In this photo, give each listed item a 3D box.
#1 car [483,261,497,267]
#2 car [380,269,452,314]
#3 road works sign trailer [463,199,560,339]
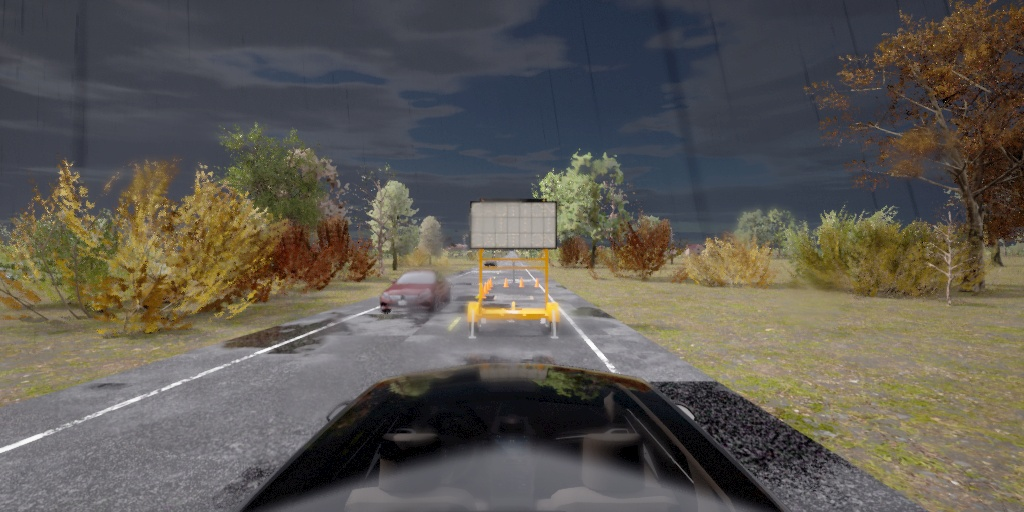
[{"bbox_3d":[-3.328,1.278,55.064,1.895,1.301,4.718,0,0,0],"label":"car"},{"bbox_3d":[-3.535,1.271,13.961,1.812,1.442,4.674,0,0,0],"label":"car"},{"bbox_3d":[0.045,0.212,10.072,2.380,3.560,2.880,0,0,0],"label":"road works sign trailer"}]
